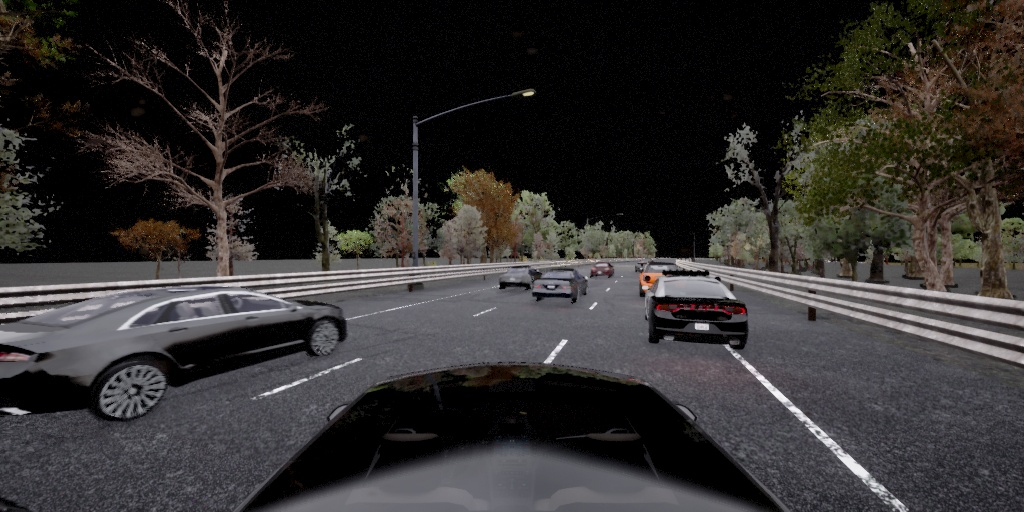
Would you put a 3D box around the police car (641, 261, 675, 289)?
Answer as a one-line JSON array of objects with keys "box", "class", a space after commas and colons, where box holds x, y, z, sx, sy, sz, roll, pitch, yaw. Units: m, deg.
[{"box": [9.771, 1.181, 24.343, 1.930, 1.638, 5.238, 0, 0, 20], "class": "police car"}]

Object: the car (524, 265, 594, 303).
[{"box": [2.417, 1.299, 16.903, 2.033, 1.411, 5.357, 0, 0, 19], "class": "car"}]

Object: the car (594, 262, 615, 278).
[{"box": [8.585, 1.287, 33.916, 1.812, 1.442, 4.674, 0, 0, 20], "class": "car"}]

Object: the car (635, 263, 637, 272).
[{"box": [16.684, 1.266, 45.436, 2.128, 1.511, 4.902, 0, 0, 22], "class": "car"}]

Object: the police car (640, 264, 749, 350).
[{"box": [4.534, 1.175, 9.437, 1.930, 1.638, 5.238, 0, 0, 19], "class": "police car"}]

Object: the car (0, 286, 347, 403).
[{"box": [-4.998, 1.241, 5.953, 2.128, 1.511, 4.902, 0, 0, 18], "class": "car"}]

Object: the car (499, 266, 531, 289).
[{"box": [0.712, 1.317, 22.569, 1.994, 1.385, 4.181, 0, 0, 20], "class": "car"}]

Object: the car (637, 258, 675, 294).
[{"box": [7.725, 1.104, 18.634, 2.097, 1.767, 4.553, 0, 0, 20], "class": "car"}]
